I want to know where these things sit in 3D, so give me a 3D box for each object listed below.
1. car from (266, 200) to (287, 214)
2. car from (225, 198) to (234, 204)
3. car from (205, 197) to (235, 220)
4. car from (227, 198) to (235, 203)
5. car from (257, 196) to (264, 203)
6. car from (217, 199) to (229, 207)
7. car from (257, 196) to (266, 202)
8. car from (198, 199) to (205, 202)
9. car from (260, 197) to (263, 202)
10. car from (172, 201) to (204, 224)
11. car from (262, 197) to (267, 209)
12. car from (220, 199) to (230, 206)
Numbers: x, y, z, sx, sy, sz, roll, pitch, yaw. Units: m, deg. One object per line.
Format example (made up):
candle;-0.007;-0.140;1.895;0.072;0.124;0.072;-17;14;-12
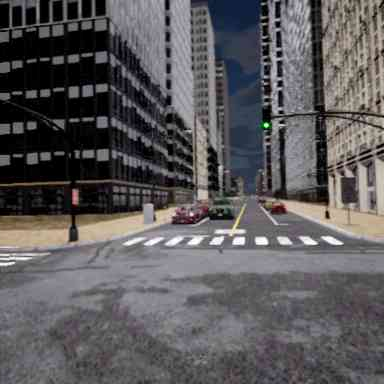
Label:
car;9.727;1.777;37.693;1.802;1.307;4.206;-1;-1;10
car;10.049;2.372;88.499;1.947;1.339;4.313;-1;-1;10
car;2.921;1.581;31.878;2.150;2.045;5.566;-2;1;10
car;11.003;2.392;93.992;1.887;1.381;4.507;-1;-1;10
car;18.317;2.110;87.148;1.887;1.381;4.507;-1;-1;10
car;6.233;2.185;66.528;1.887;1.381;4.507;-1;-1;10
car;19.269;1.921;92.645;2.192;1.841;5.009;-1;-1;10
car;1.461;1.751;39.066;2.192;1.841;5.009;-1;-1;10
car;12.591;1.884;54.179;1.947;1.339;4.313;-1;-1;10
car;-0.446;1.794;28.080;1.967;1.590;4.097;-1;-1;10
car;11.665;1.804;48.852;1.752;1.417;4.829;-1;-1;10
car;7.187;2.233;72.021;2.008;1.369;4.403;-1;-1;10
